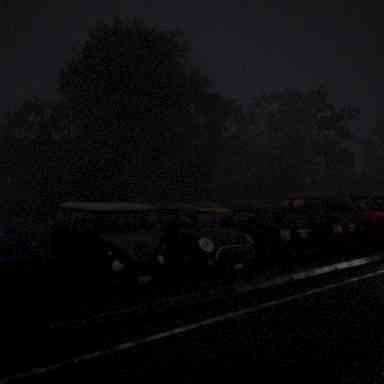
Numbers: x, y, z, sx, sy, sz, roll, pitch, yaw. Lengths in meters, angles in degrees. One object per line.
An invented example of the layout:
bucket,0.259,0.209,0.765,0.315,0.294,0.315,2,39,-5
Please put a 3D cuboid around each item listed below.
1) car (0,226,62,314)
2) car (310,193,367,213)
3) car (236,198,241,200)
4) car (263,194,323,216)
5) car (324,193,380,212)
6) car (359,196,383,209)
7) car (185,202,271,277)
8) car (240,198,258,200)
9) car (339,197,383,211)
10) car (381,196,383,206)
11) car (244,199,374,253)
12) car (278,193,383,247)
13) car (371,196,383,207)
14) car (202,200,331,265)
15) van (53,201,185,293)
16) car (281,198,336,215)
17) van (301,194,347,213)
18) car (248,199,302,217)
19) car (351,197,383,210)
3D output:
car,-4.610,1.474,7.203,2.097,1.535,5.008,0,0,-36
car,16.942,1.208,38.711,2.435,2.045,5.566,0,0,-36
car,1.255,1.465,27.244,1.946,1.575,5.366,0,0,-36
car,10.165,1.212,33.872,2.435,2.045,5.566,0,0,-36
car,19.234,1.201,40.279,2.435,2.045,5.566,0,0,-36
car,25.889,1.414,45.294,1.946,1.575,5.366,0,0,-36
car,-0.070,1.346,10.491,2.185,1.767,4.553,0,0,-36
car,5.646,1.340,30.646,2.185,1.767,4.553,0,0,-36
car,21.460,1.474,41.939,2.163,1.488,4.792,0,0,-36
car,30.520,1.379,48.367,2.231,1.521,4.892,-1,0,-36
car,4.529,1.343,13.699,2.185,1.767,4.553,0,0,-36
car,6.809,1.216,15.330,2.435,2.045,5.566,0,0,-36
car,28.260,1.399,46.754,2.097,1.535,5.008,0,0,-36
car,2.248,1.345,12.069,2.185,1.767,4.553,0,0,-36
van,-2.265,1.247,8.741,1.878,1.987,4.442,0,0,-36
car,12.333,1.459,35.613,1.946,1.575,5.366,0,0,-36
van,14.631,1.235,37.169,1.878,1.987,4.442,0,0,-36
car,7.940,1.494,32.212,2.163,1.488,4.792,0,0,-36
car,23.758,1.465,43.509,2.163,1.488,4.792,0,0,-36
